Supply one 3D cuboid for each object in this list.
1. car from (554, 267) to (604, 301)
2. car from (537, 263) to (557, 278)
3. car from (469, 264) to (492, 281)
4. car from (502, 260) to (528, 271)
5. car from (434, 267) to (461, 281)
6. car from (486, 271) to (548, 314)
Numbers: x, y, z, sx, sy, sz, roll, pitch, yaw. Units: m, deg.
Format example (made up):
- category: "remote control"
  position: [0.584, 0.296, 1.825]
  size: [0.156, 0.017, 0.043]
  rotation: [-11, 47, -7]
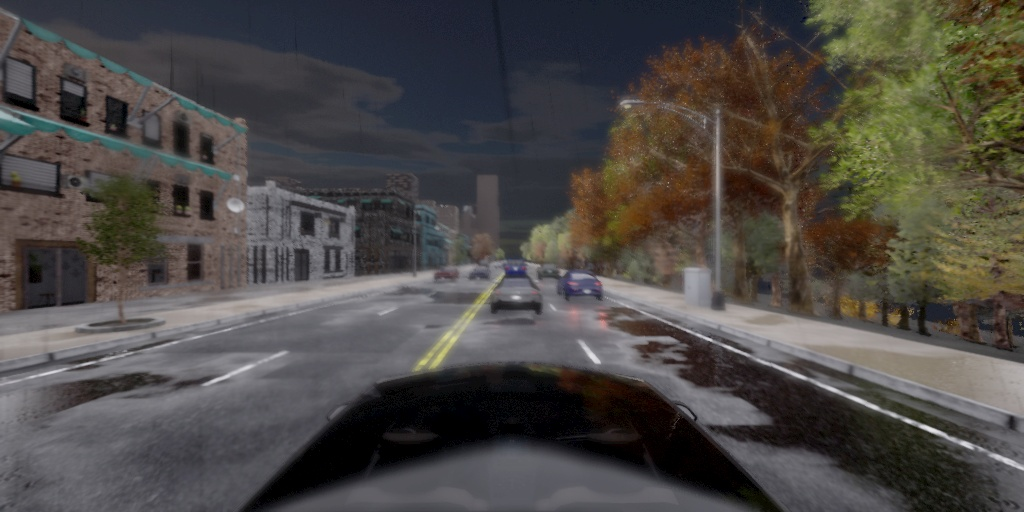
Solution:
- category: "car"
  position: [3.491, 1.490, 18.748]
  size: [1.812, 1.442, 4.674]
  rotation: [0, -1, 0]
- category: "car"
  position: [3.656, 1.531, 36.035]
  size: [2.097, 1.767, 4.553]
  rotation: [0, -1, 1]
- category: "car"
  position: [-3.049, 1.764, 35.066]
  size: [1.895, 1.301, 4.718]
  rotation: [0, -1, 1]
- category: "car"
  position: [0.413, 1.404, 36.453]
  size: [2.150, 2.045, 5.566]
  rotation: [0, -1, 1]
- category: "car"
  position: [-6.299, 1.763, 35.097]
  size: [1.895, 1.301, 4.718]
  rotation: [0, -1, 1]
- category: "car"
  position: [0.195, 1.477, 14.749]
  size: [1.994, 1.385, 4.181]
  rotation: [0, -1, 1]
